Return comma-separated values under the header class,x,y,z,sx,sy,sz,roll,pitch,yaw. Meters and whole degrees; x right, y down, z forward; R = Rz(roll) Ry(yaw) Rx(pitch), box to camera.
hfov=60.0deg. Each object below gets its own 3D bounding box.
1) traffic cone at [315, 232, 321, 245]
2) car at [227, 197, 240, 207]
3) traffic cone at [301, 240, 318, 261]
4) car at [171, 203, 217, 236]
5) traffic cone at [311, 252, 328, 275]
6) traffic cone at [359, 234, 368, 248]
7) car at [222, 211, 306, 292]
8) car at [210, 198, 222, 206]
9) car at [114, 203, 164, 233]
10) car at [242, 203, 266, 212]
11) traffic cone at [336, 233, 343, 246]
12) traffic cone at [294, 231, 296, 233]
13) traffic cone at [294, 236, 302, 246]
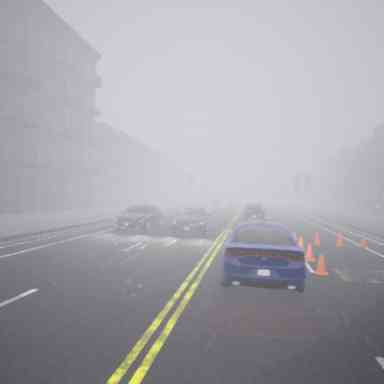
class,x,y,z,sx,sy,sz,roll,pitch,yaw
traffic cone,5.813,2.155,15.463,0.340,0.580,0.340,2,0,10
car,7.549,1.750,60.495,2.097,1.767,4.553,2,0,11
traffic cone,4.132,2.099,11.699,0.340,0.580,0.340,2,0,10
car,0.143,1.580,19.025,1.812,1.442,4.674,2,0,10
traffic cone,3.783,2.083,9.730,0.340,0.580,0.340,2,0,10
traffic cone,7.782,2.208,15.115,0.340,0.580,0.340,2,0,10
car,1.938,1.554,9.386,1.882,1.535,5.008,2,0,10
car,4.391,1.818,61.286,1.837,1.490,4.892,2,0,11
car,-3.006,1.476,19.877,1.837,1.490,4.892,2,0,10
car,5.533,1.737,29.691,1.837,1.490,4.892,2,0,10
traffic cone,6.798,2.181,15.289,0.340,0.580,0.340,2,0,10
traffic cone,4.829,2.129,15.638,0.340,0.580,0.340,2,0,10
traffic cone,4.480,2.114,13.669,0.340,0.580,0.340,2,0,10
